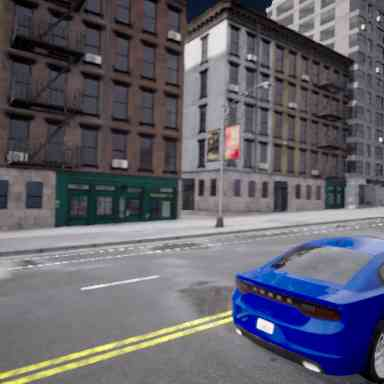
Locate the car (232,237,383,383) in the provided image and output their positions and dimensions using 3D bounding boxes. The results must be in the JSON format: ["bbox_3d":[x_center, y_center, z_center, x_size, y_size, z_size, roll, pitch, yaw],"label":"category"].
[{"bbox_3d":[2.913,1.493,5.519,5.008,1.535,1.882,0,0,-36],"label":"car"}]
